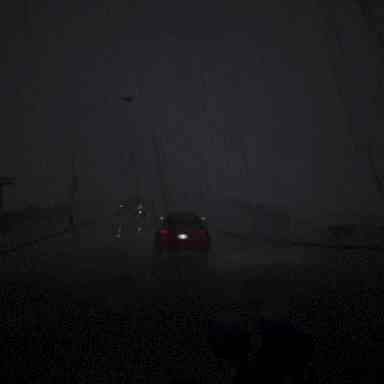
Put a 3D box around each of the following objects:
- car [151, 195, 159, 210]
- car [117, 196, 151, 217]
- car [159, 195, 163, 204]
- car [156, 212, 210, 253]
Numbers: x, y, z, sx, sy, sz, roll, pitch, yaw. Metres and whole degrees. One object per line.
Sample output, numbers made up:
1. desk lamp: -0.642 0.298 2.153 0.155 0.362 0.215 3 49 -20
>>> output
1. car: -5.353 1.326 38.849 2.033 1.411 5.357 0 0 -2
2. car: -5.042 1.181 28.749 2.097 1.767 4.553 0 0 -2
3. car: -5.811 1.264 54.866 1.994 1.385 4.181 0 0 -1
4. car: -0.376 1.497 13.425 1.994 1.385 4.181 0 0 -2
